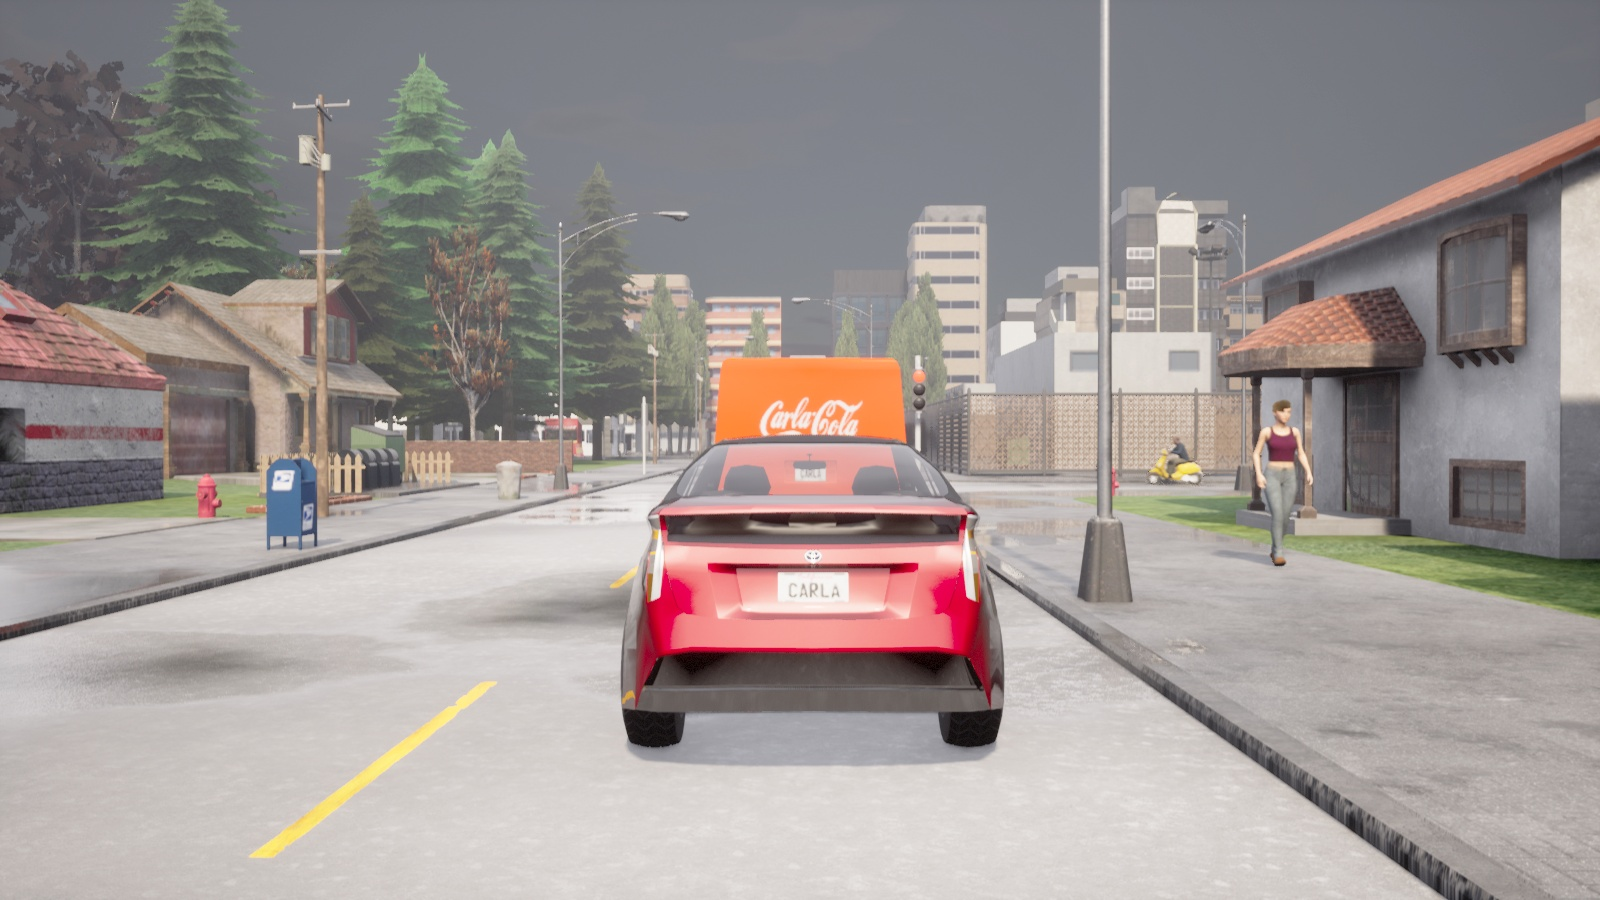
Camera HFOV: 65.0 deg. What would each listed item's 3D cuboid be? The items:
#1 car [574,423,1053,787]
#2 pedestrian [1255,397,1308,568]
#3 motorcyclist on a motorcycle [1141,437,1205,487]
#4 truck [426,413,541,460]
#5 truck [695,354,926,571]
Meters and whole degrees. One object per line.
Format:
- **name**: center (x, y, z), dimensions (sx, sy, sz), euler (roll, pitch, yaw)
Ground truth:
- **car**: center (0.061, 0.634, 7.532), dimensions (2.007, 1.525, 4.514), euler (0, 0, 0)
- **pedestrian**: center (5.279, 0.352, 13.785), dimensions (0.345, 1.836, 0.594), euler (0, 0, 1)
- **motorcyclist on a motorcycle**: center (12.099, 0.389, 40.741), dimensions (1.817, 1.590, 0.866), euler (0, 0, 0)
- **truck**: center (-23.756, -0.997, 94.483), dimensions (7.936, 3.462, 2.891), euler (0, 0, 2)
- **truck**: center (0.118, 0.127, 16.895), dimensions (2.627, 2.467, 5.204), euler (0, 0, 0)
